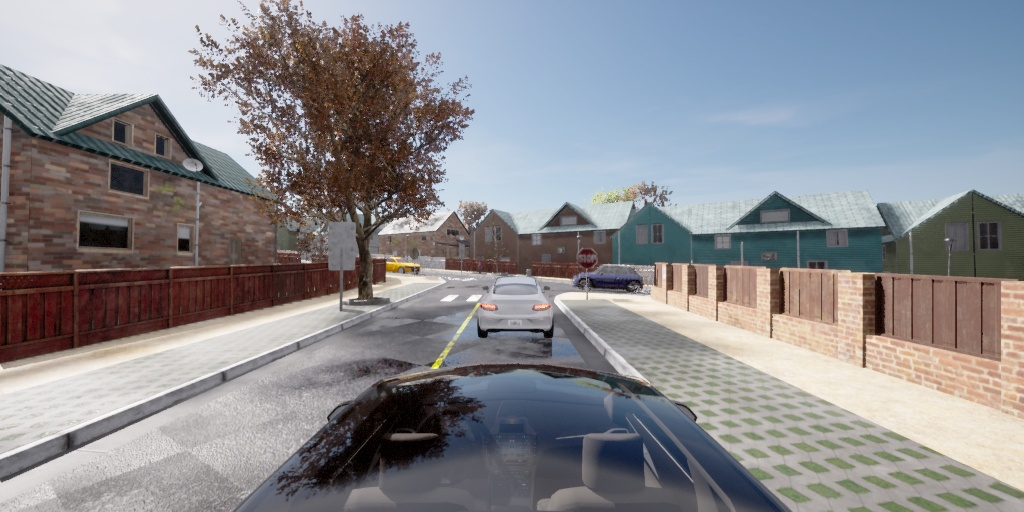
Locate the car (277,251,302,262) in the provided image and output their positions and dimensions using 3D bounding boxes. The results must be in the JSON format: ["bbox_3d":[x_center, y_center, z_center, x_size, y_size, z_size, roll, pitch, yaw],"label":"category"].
[{"bbox_3d":[-27.791,0.212,43.986,5.008,1.535,1.882,2,0,33],"label":"car"}]

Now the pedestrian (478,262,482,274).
[{"bbox_3d":[-3.147,1.122,35.458,0.375,1.300,0.375,-1,-5,32],"label":"pedestrian"}]

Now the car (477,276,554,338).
[{"bbox_3d":[0.116,1.280,10.066,1.812,1.442,4.674,0,0,1],"label":"car"}]

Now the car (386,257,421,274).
[{"bbox_3d":[-10.634,0.862,33.233,5.008,1.535,1.882,2,0,32],"label":"car"}]

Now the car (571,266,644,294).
[{"bbox_3d":[6.242,1.426,23.782,4.553,1.767,2.097,2,0,6],"label":"car"}]

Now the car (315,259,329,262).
[{"bbox_3d":[-19.161,0.658,38.569,4.718,1.301,1.895,2,0,32],"label":"car"}]
